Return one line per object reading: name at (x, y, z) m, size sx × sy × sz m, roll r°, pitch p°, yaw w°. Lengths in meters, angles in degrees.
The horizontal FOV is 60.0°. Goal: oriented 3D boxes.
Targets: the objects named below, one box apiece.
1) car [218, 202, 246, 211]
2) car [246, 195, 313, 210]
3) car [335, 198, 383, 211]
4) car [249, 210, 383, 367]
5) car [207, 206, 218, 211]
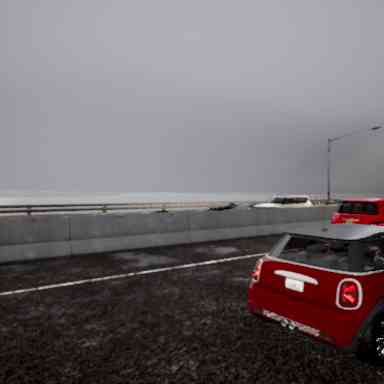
car at (5.247, 1.604, 29.125) m, size 5.357 × 1.411 × 2.033 m, roll 0°, pitch 0°, yaw -35°
car at (7.211, 1.278, 26.226) m, size 5.566 × 2.045 × 2.150 m, roll 0°, pitch 0°, yaw -35°
car at (7.984, 1.261, 13.689) m, size 5.566 × 2.045 × 2.150 m, roll 0°, pitch 0°, yaw -35°
car at (3.218, 1.369, 6.038) m, size 4.553 × 1.767 × 2.097 m, roll 0°, pitch 0°, yaw -35°
car at (3.748, 1.659, 32.346) m, size 4.718 × 1.301 × 1.895 m, roll 0°, pitch 0°, yaw -35°
